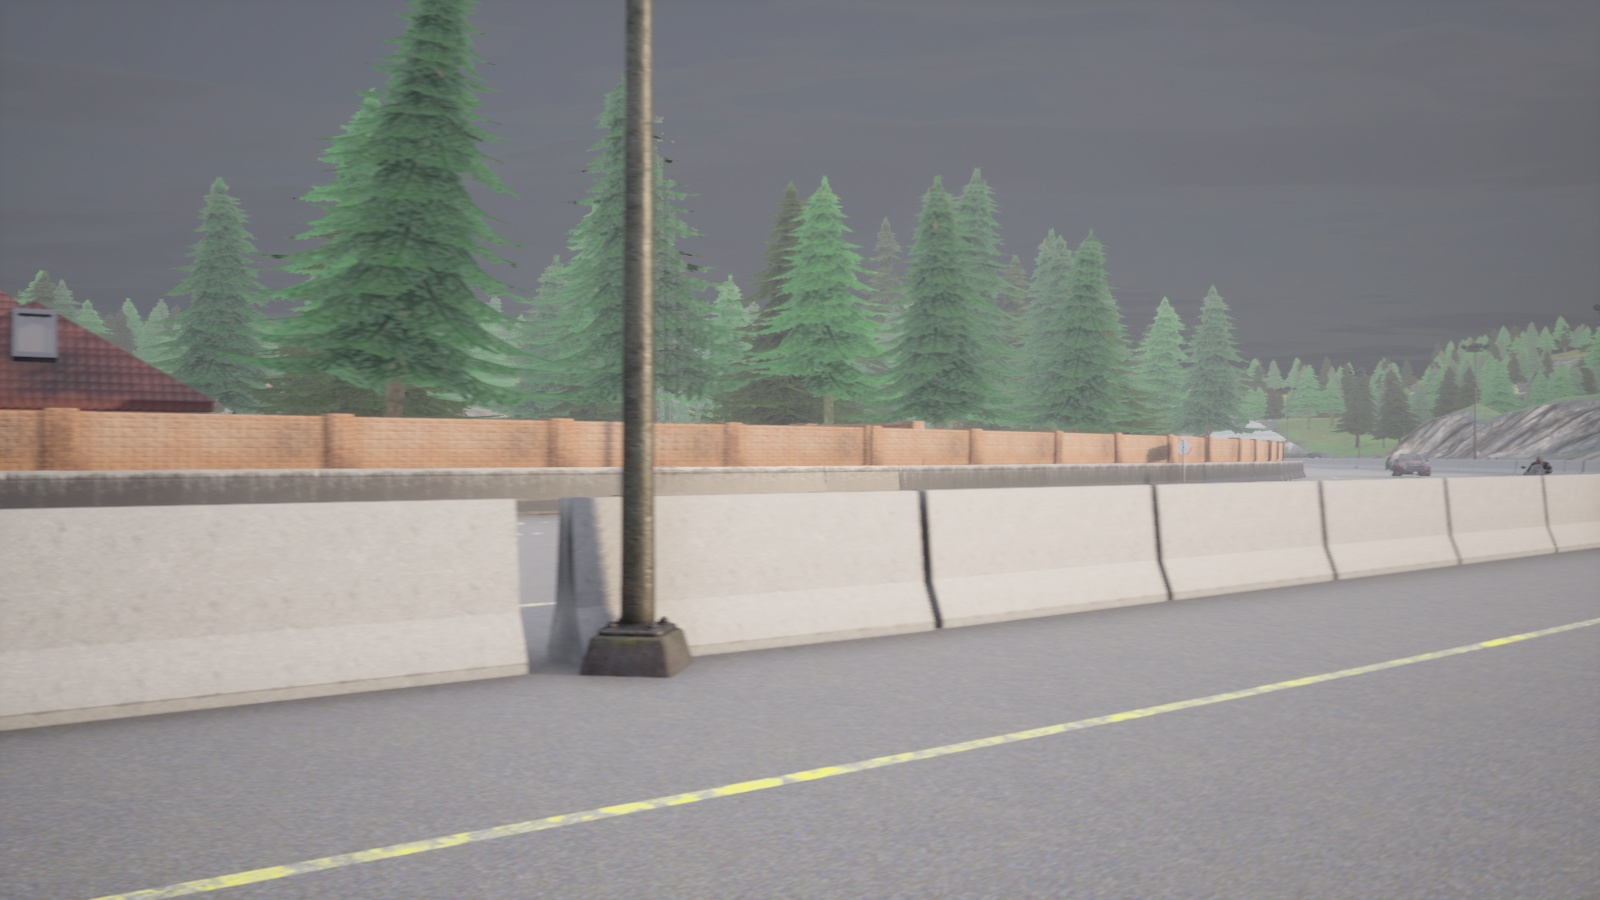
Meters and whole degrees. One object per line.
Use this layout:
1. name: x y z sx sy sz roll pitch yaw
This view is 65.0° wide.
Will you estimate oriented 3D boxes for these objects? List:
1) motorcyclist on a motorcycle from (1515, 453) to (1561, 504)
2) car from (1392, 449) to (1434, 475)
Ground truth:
1. motorcyclist on a motorcycle: 22.987 0.876 39.114 0.866 1.530 2.191 -1 -1 40
2. car: 43.509 0.853 89.221 2.097 1.767 4.553 0 0 19
